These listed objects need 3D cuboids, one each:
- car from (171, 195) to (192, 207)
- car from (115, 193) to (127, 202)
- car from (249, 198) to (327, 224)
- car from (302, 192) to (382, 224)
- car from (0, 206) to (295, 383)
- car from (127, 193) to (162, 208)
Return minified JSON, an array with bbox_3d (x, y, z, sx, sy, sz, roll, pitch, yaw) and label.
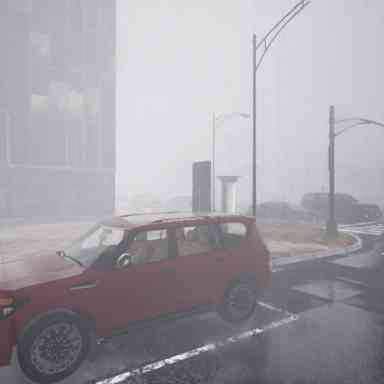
[{"bbox_3d":[-0.638,1.122,38.467,1.837,1.490,4.892,0,1,-36],"label":"car"},{"bbox_3d":[-12.405,0.939,54.546,2.033,1.411,5.357,0,1,-36],"label":"car"},{"bbox_3d":[6.327,1.357,23.574,2.033,1.411,5.357,0,1,-36],"label":"car"},{"bbox_3d":[10.324,1.066,23.638,2.150,2.045,5.566,0,1,-37],"label":"car"},{"bbox_3d":[-0.818,1.315,5.592,5.009,1.841,2.192,0,0,-35],"label":"car"},{"bbox_3d":[-5.396,0.919,39.445,2.097,1.767,4.553,0,0,-36],"label":"car"}]
